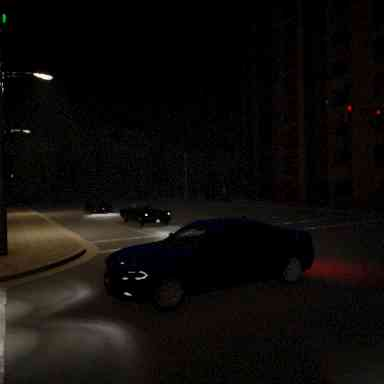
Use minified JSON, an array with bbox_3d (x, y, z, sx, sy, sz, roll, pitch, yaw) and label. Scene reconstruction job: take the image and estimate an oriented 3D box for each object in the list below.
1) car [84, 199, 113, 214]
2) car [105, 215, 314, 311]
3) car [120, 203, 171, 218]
[{"bbox_3d":[-9.078,1.339,32.147,1.994,1.385,4.181,-2,1,-29],"label":"car"},{"bbox_3d":[0.552,1.371,7.615,5.008,1.535,1.882,-2,1,-29],"label":"car"},{"bbox_3d":[-3.061,1.387,21.446,1.895,1.301,4.718,-2,1,-29],"label":"car"}]
